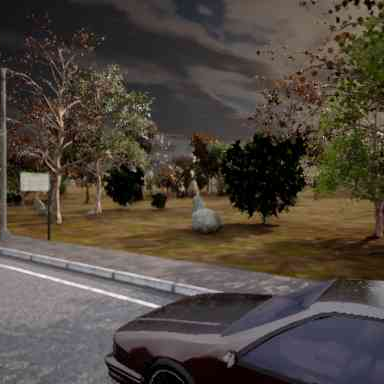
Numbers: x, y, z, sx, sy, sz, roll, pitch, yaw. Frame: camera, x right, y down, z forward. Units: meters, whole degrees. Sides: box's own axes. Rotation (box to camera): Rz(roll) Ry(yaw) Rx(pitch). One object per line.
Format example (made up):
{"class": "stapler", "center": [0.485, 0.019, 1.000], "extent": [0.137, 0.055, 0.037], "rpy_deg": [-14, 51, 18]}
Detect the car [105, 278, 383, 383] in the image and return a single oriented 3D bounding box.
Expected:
{"class": "car", "center": [1.661, 1.547, 2.812], "extent": [5.357, 1.411, 2.033], "rpy_deg": [0, 0, 36]}
